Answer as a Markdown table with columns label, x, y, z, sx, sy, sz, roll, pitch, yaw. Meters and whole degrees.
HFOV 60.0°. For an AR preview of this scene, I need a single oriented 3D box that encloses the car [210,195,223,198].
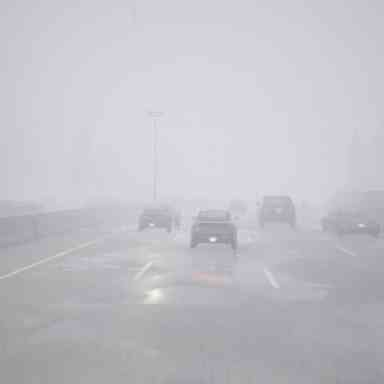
| label | x | y | z | sx | sy | sz | roll | pitch | yaw |
| --- | --- | --- | --- | --- | --- | --- | --- | --- | --- |
| car | 5.660 | 1.356 | 77.014 | 2.128 | 1.511 | 4.902 | 0 | 0 | 28 |

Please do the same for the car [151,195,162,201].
| label | x | y | z | sx | sy | sz | roll | pitch | yaw |
| --- | --- | --- | --- | --- | --- | --- | --- | --- | --- |
| car | -7.337 | 1.487 | 74.593 | 1.837 | 1.490 | 4.892 | 0 | 0 | 24 |

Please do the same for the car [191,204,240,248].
| label | x | y | z | sx | sy | sz | roll | pitch | yaw |
| --- | --- | --- | --- | --- | --- | --- | --- | --- | --- |
| car | 1.021 | 1.510 | 14.782 | 1.837 | 1.490 | 4.892 | 0 | 0 | 6 |

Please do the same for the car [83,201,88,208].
| label | x | y | z | sx | sy | sz | roll | pitch | yaw |
| --- | --- | --- | --- | --- | --- | --- | --- | --- | --- |
| car | -11.813 | 1.331 | 42.213 | 2.097 | 1.767 | 4.553 | 0 | 0 | 16 |

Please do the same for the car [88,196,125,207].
| label | x | y | z | sx | sy | sz | roll | pitch | yaw |
| --- | --- | --- | --- | --- | --- | --- | --- | --- | --- |
| car | -9.286 | 1.477 | 37.976 | 2.128 | 1.511 | 4.902 | 0 | 0 | 14 |

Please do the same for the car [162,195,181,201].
| label | x | y | z | sx | sy | sz | roll | pitch | yaw |
| --- | --- | --- | --- | --- | --- | --- | --- | --- | --- |
| car | -4.048 | 1.498 | 73.373 | 1.837 | 1.490 | 4.892 | 0 | 0 | 26 |

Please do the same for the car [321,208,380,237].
| label | x | y | z | sx | sy | sz | roll | pitch | yaw |
| --- | --- | --- | --- | --- | --- | --- | --- | --- | --- |
| car | 8.484 | 1.587 | 18.148 | 1.994 | 1.385 | 4.181 | 0 | 0 | 7 |

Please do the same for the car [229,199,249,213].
| label | x | y | z | sx | sy | sz | roll | pitch | yaw |
| --- | --- | --- | --- | --- | --- | --- | --- | --- | --- |
| car | 5.264 | 1.523 | 37.667 | 1.837 | 1.490 | 4.892 | 0 | 0 | 15 |

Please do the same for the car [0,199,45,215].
| label | x | y | z | sx | sy | sz | roll | pitch | yaw |
| --- | --- | --- | --- | --- | --- | --- | --- | --- | --- |
| car | -17.342 | 1.565 | 34.192 | 1.895 | 1.301 | 4.718 | 0 | 0 | 12 |

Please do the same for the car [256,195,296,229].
| label | x | y | z | sx | sy | sz | roll | pitch | yaw |
| --- | --- | --- | --- | --- | --- | --- | --- | --- | --- |
| car | 5.481 | 1.238 | 21.985 | 2.150 | 2.045 | 5.566 | 0 | 0 | 9 |

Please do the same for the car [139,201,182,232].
| label | x | y | z | sx | sy | sz | roll | pitch | yaw |
| --- | --- | --- | --- | --- | --- | --- | --- | --- | --- |
| car | -1.835 | 1.504 | 20.203 | 1.837 | 1.490 | 4.892 | 0 | 0 | 7 |
